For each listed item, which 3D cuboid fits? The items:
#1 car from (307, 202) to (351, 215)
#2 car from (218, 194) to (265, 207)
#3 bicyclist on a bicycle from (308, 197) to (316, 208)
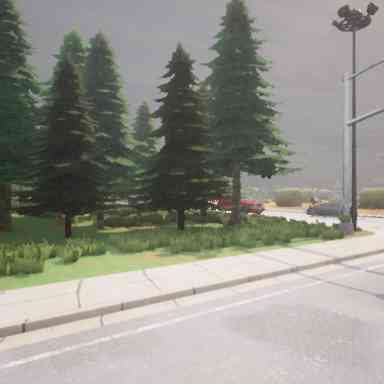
[{"bbox_3d":[12.384,1.582,29.666,1.994,1.385,4.181,0,0,-35],"label":"car"},{"bbox_3d":[4.926,1.240,33.973,2.150,2.045,5.566,0,0,-34],"label":"car"},{"bbox_3d":[12.903,1.317,35.575,1.656,1.620,0.582,0,0,-34],"label":"bicyclist on a bicycle"}]
